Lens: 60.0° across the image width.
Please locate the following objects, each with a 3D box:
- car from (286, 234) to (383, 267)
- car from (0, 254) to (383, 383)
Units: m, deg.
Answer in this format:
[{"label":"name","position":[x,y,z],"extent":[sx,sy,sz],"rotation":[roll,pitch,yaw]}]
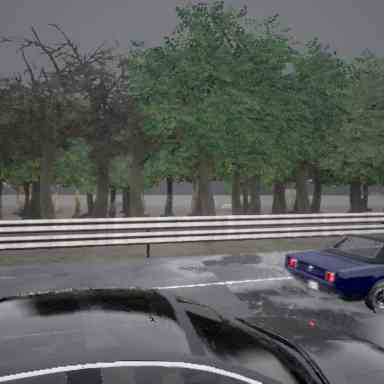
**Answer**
[{"label":"car","position":[4.591,1.601,7.334],"extent":[4.718,1.301,1.895],"rotation":[0,0,-16]},{"label":"car","position":[-0.435,1.506,2.259],"extent":[4.892,1.490,1.837],"rotation":[0,0,-16]}]
